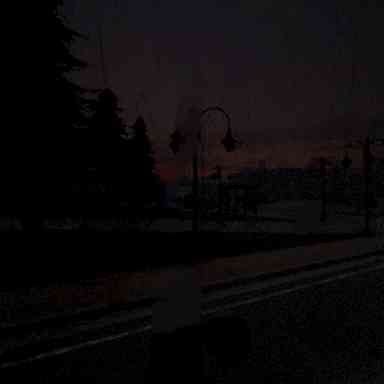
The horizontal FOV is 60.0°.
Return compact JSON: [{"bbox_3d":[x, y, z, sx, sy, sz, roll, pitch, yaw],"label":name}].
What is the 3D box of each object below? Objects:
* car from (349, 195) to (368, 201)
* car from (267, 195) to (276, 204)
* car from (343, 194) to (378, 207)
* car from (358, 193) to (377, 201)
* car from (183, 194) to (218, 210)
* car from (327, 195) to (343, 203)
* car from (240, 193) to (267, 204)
[{"bbox_3d":[41.234,1.435,82.431,1.970,1.475,3.806,0,0,-36],"label":"car"},{"bbox_3d":[13.373,1.381,62.498,2.152,1.636,5.027,0,0,-36],"label":"car"},{"bbox_3d":[24.092,1.434,47.215,1.970,1.475,3.806,0,0,-36],"label":"car"},{"bbox_3d":[44.295,1.153,83.864,1.905,1.878,3.866,0,0,-36],"label":"car"},{"bbox_3d":[1.010,1.252,43.935,2.150,2.045,5.566,0,1,-36],"label":"car"},{"bbox_3d":[27.473,1.378,63.128,1.845,1.501,3.633,0,0,-36],"label":"car"},{"bbox_3d":[10.849,1.388,60.633,2.007,1.523,4.514,0,0,-36],"label":"car"}]
